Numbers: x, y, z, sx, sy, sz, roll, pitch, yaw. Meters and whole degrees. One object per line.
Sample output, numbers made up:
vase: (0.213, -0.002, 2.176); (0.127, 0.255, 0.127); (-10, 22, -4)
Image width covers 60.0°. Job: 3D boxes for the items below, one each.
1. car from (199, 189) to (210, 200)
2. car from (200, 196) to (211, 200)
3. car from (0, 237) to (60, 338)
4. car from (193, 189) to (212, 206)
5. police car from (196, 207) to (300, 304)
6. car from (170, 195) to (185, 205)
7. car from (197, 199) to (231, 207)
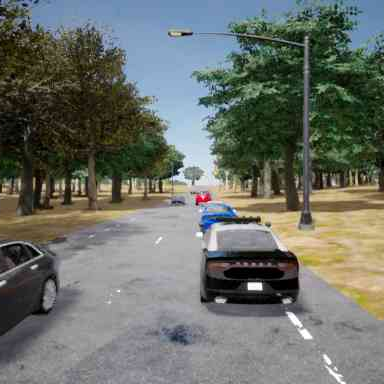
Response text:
car: (2.500, 0.461, 67.364); (2.150, 2.045, 5.566); (0, 1, 3)
car: (1.673, 1.313, 24.300); (1.801, 1.575, 5.366); (0, 1, 3)
car: (-3.541, 1.501, 4.731); (1.837, 1.490, 4.892); (0, 0, 1)
car: (1.624, 0.802, 46.168); (2.150, 2.045, 5.566); (0, 1, 3)
police car: (1.129, 1.409, 8.303); (1.930, 1.638, 5.238); (0, 0, 1)
car: (-1.939, 1.111, 47.649); (2.033, 1.411, 5.357); (0, 1, 2)
car: (1.408, 1.399, 18.131); (1.882, 1.535, 5.008); (0, 1, 2)
